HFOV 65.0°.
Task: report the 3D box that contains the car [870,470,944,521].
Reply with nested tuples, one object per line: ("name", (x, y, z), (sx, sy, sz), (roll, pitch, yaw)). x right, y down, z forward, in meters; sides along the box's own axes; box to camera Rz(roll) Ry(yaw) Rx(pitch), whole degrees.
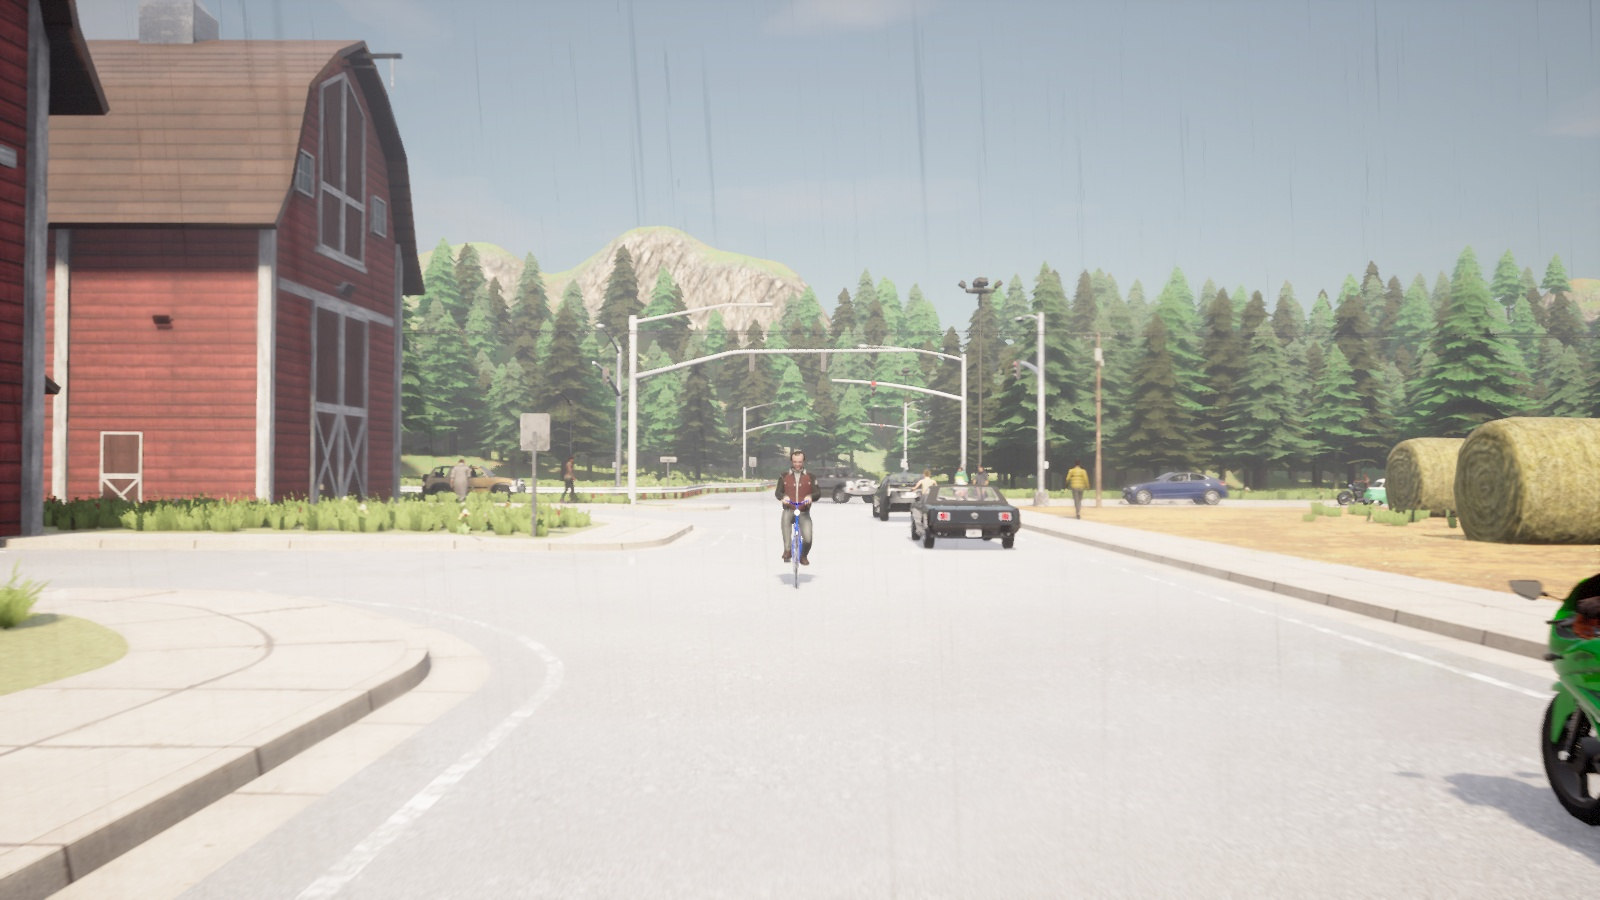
("car", (3.401, 1.426, 40.689), (2.007, 1.525, 4.514), (0, -1, 0))

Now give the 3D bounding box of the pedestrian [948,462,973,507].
("pedestrian", (6.971, 1.496, 54.534), (0.659, 1.952, 0.873), (-1, -1, 41))

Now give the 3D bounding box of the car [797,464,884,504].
("car", (1.932, 1.662, 61.127), (1.932, 1.855, 4.605), (0, -1, -33))

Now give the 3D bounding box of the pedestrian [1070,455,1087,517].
("pedestrian", (8.354, 1.073, 37.732), (0.431, 1.840, 0.709), (0, -1, 8))

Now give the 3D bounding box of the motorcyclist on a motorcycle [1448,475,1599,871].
("motorcyclist on a motorcycle", (3.488, 0.866, 4.938), (0.797, 1.523, 2.044), (0, -1, 0))

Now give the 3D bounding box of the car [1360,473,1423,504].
("car", (27.174, 1.754, 57.736), (2.207, 1.376, 1.481), (-1, -1, 1))

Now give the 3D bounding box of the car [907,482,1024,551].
("car", (3.433, 1.352, 26.909), (1.895, 1.301, 4.718), (0, -1, 0))

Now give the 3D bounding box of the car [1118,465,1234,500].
("car", (18.312, 1.574, 61.380), (5.027, 1.651, 2.152), (0, -1, 1))

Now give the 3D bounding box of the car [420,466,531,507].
("car", (-15.050, 1.696, 58.400), (4.605, 1.855, 1.932), (0, -1, 1))

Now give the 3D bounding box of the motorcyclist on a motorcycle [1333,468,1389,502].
("motorcyclist on a motorcycle", (27.352, 1.708, 61.236), (2.350, 1.649, 0.766), (0, -1, 1))

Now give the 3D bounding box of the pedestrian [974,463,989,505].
("pedestrian", (8.066, 1.526, 55.871), (0.540, 1.848, 0.694), (-1, -1, 17))

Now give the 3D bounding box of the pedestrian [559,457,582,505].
("pedestrian", (-8.741, 1.191, 47.818), (0.869, 1.805, 0.328), (0, -1, -10))

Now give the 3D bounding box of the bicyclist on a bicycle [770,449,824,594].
("bicyclist on a bicycle", (-0.039, 0.895, 16.348), (0.659, 1.776, 1.843), (0, -1, 0))

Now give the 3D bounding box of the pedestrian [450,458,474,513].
("pedestrian", (-12.074, 1.256, 44.816), (0.659, 1.952, 0.873), (0, -1, -3))
